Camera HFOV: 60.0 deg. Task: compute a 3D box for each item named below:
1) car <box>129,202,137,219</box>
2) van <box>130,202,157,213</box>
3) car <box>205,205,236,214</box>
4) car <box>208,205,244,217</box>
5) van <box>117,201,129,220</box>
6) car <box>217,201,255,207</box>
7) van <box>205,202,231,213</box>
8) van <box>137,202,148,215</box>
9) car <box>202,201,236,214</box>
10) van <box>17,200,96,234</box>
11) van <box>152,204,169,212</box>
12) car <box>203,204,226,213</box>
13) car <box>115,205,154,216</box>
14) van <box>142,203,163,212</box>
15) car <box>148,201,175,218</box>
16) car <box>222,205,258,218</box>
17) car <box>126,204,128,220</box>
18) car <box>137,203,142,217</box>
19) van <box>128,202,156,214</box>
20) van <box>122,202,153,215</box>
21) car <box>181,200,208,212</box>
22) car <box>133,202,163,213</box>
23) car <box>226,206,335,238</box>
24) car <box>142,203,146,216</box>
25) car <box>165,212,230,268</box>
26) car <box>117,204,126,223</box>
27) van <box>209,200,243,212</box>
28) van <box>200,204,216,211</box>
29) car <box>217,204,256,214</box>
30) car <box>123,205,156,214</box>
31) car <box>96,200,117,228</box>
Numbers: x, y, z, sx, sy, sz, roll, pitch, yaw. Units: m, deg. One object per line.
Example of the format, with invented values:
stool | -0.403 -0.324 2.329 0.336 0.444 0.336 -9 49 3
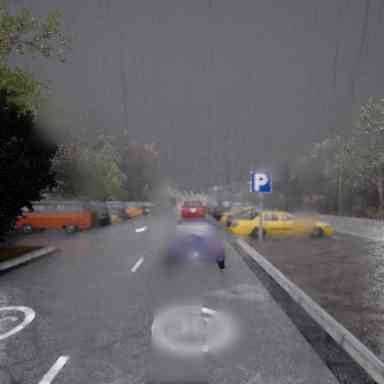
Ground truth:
car | -8.503 2.066 34.635 4.553 1.767 2.185 0 -2 0
van | -8.647 2.824 59.539 4.442 1.987 1.878 0 -3 0
car | 4.519 2.832 53.859 4.792 1.488 2.163 0 -2 0
car | 4.577 2.566 45.528 4.792 1.488 2.163 0 -2 0
van | -8.652 1.877 31.870 4.442 1.987 1.878 0 -2 0
car | 4.512 1.792 26.115 4.553 1.767 2.185 0 -2 0
van | 4.666 2.813 59.392 4.442 1.987 1.878 0 -3 0
van | -8.650 2.320 45.714 4.442 1.987 1.878 0 -2 0
car | 4.520 2.655 56.621 5.566 2.045 2.435 0 -3 0
van | -8.655 1.544 20.675 4.442 1.987 1.878 0 -1 0
van | -8.409 4.288 89.976 4.442 1.987 1.878 0 -3 0
car | 4.582 3.314 67.707 4.553 1.767 2.185 0 -3 0
car | -8.348 2.631 48.477 5.366 1.575 1.946 0 -2 0
van | -8.645 3.484 73.249 4.442 1.987 1.878 0 -3 0
car | -3.589 2.123 40.637 2.150 2.045 5.566 0 -2 0
car | 4.537 1.765 20.564 4.892 1.521 2.231 0 -1 0
car | -8.529 2.016 29.093 4.892 1.521 2.231 0 -2 0
car | -8.529 2.276 37.275 5.008 1.535 2.097 0 -2 0
van | -8.415 2.685 56.639 4.442 1.987 1.878 0 -2 0
van | -8.415 2.497 51.250 4.442 1.987 1.878 0 -2 0
car | 0.099 1.833 31.590 2.150 2.045 5.566 0 -2 0
car | -8.502 3.059 64.949 5.566 2.045 2.435 0 -3 0
car | 4.728 1.696 17.796 5.366 1.575 1.946 0 -1 0
car | -8.529 2.369 40.169 5.008 1.535 2.097 0 -2 0
car | 0.088 1.630 11.541 1.812 1.442 4.674 0 -1 0
car | -8.351 1.925 26.327 5.366 1.575 1.946 0 -2 0
van | 4.429 2.044 37.213 4.442 1.987 1.878 0 -2 0
van | 4.438 4.414 92.668 4.442 1.987 1.878 0 -3 0
car | 4.537 1.836 23.335 5.008 1.535 2.097 0 -2 0
car | -8.537 2.811 54.012 5.008 1.535 2.097 0 -2 0
car | -8.564 1.594 23.567 5.566 2.045 2.435 0 -1 0
